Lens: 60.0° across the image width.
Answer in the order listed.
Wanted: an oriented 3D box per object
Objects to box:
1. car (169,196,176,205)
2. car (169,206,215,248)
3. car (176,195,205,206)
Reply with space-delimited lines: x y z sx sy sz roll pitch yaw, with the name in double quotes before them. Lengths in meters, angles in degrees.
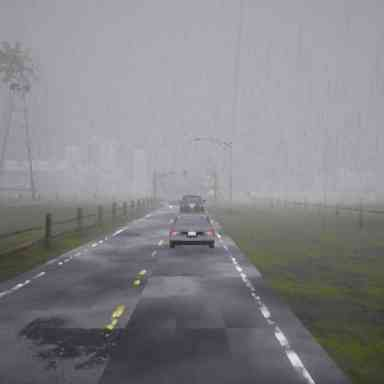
"car" -2.750 1.436 57.640 2.097 1.767 4.553 0 0 0
"car" 0.000 1.568 14.652 2.033 1.411 5.357 0 0 0
"car" 0.000 1.271 29.687 2.150 2.045 5.566 0 0 0
